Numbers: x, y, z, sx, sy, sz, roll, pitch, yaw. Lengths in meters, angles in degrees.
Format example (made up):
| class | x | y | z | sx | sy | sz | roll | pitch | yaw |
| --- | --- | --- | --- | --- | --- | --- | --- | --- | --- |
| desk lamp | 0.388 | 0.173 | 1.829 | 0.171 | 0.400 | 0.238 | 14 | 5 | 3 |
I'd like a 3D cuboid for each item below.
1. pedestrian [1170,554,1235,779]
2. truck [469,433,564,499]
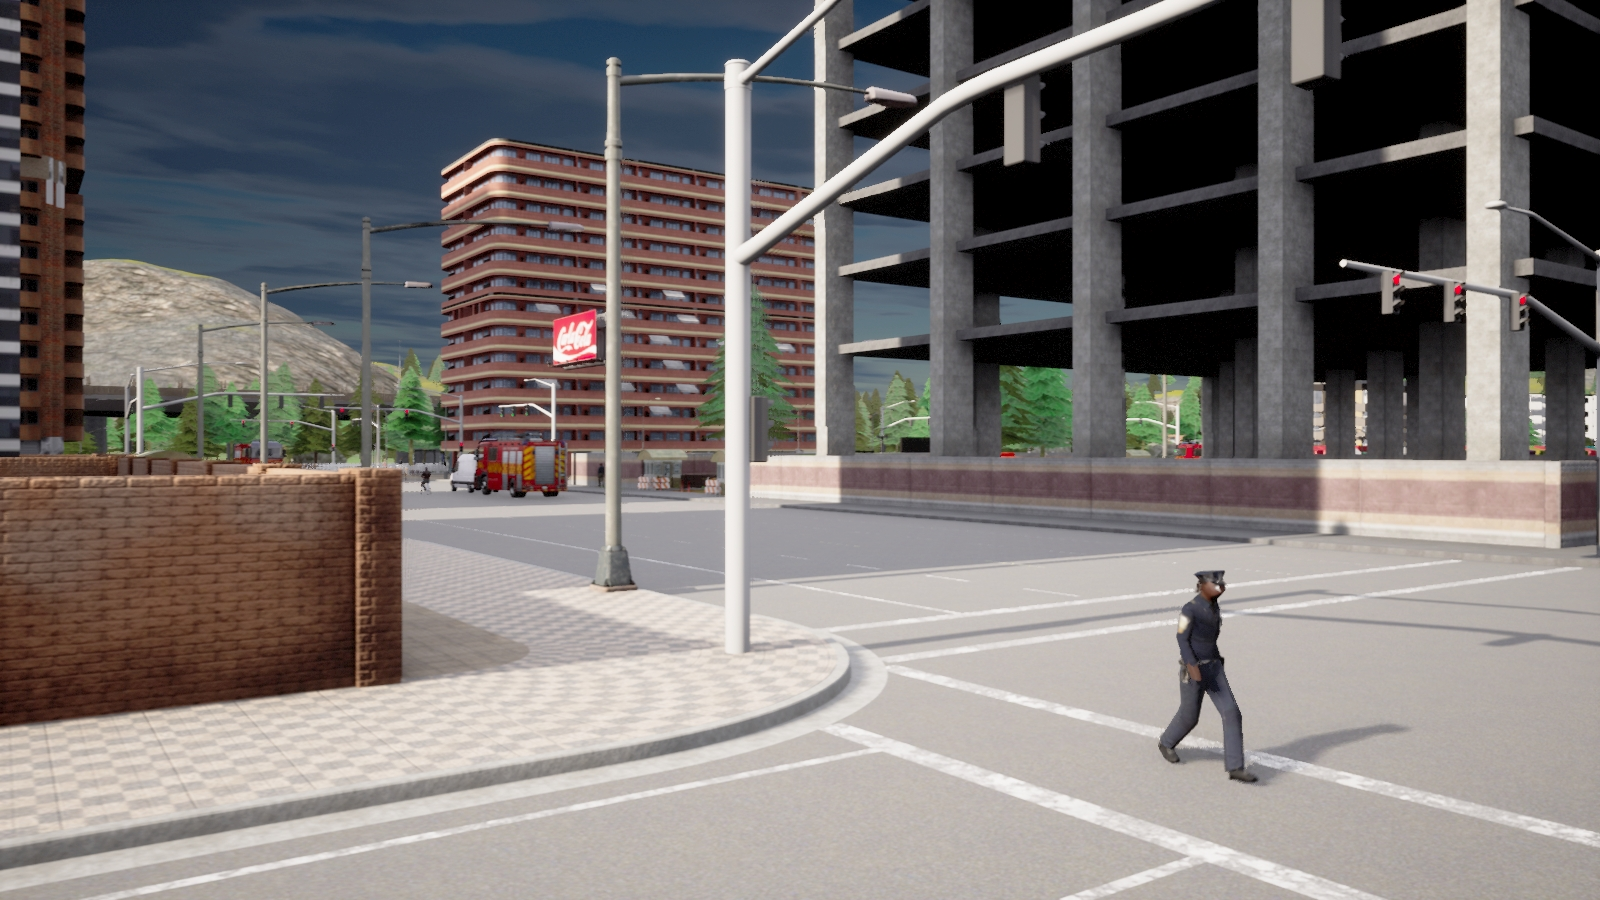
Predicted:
| class | x | y | z | sx | sy | sz | roll | pitch | yaw |
| --- | --- | --- | --- | --- | --- | --- | --- | --- | --- |
| pedestrian | 3.491 | 1.855 | 9.924 | 0.375 | 1.860 | 0.375 | 0 | 0 | -28 |
| truck | -17.585 | 0.909 | 70.321 | 2.891 | 3.827 | 8.468 | 0 | 0 | -34 |
